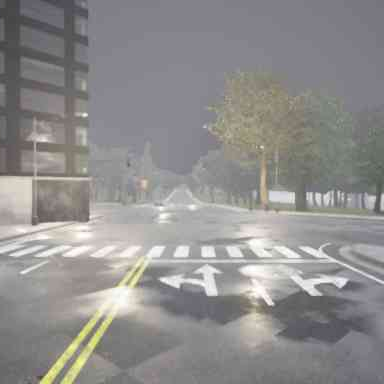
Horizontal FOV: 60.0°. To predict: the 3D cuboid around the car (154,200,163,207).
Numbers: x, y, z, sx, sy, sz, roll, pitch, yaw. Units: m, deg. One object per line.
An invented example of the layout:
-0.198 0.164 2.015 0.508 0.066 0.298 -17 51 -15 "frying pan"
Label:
-7.356 2.493 73.113 1.812 1.442 4.674 0 -1 -2 "car"
